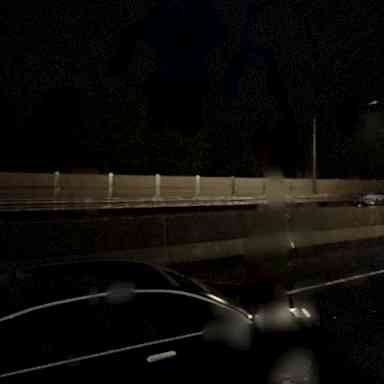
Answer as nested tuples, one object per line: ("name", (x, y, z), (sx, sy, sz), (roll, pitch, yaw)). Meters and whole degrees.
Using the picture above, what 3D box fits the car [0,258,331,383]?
("car", (-0.716, 1.450, 3.256), (4.892, 1.490, 1.837), (0, 1, -31))

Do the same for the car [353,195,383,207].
("car", (19.955, 0.986, 36.384), (5.357, 1.411, 2.033), (-1, 1, -31))
